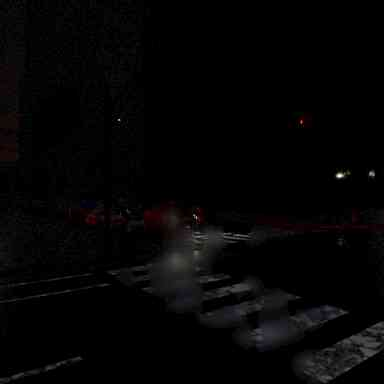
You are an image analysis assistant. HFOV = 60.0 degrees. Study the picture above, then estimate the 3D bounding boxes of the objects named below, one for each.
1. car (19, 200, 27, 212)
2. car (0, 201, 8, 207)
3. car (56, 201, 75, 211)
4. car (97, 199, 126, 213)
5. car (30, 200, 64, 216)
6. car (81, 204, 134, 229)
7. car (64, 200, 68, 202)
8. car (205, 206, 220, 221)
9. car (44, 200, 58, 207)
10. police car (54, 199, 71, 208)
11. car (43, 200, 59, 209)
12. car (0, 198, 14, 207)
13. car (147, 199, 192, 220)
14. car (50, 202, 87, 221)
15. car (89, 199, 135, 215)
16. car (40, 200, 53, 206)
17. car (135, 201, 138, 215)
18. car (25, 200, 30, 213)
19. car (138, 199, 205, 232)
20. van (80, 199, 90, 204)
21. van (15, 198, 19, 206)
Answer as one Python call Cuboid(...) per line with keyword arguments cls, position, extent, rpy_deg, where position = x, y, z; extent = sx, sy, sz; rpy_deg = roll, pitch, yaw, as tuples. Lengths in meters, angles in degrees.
Cuboid(cls="car", position=(-23.370, 2.157, 48.403), extent=(1.967, 1.590, 4.097), rpy_deg=(-1, 0, -35))
Cuboid(cls="car", position=(-44.407, 2.771, 78.040), extent=(1.802, 1.307, 4.206), rpy_deg=(-1, 0, -35))
Cuboid(cls="car", position=(-21.139, 2.315, 55.399), extent=(1.994, 1.385, 4.181), rpy_deg=(0, -1, -35))
Cuboid(cls="car", position=(-11.204, 1.876, 46.033), extent=(2.192, 1.841, 5.009), rpy_deg=(-1, 0, -35))
Cuboid(cls="car", position=(-17.717, 1.901, 40.436), extent=(2.192, 1.841, 5.009), rpy_deg=(-1, 0, -35))
Cuboid(cls="car", position=(-6.300, 1.844, 24.361), extent=(1.752, 1.417, 4.829), rpy_deg=(-1, 0, -35))
Cuboid(cls="car", position=(-17.689, 2.118, 45.080), extent=(2.128, 1.511, 4.902), rpy_deg=(0, -1, -35))
Cuboid(cls="car", position=(0.561, 1.829, 29.427), extent=(1.887, 1.381, 4.507), rpy_deg=(-1, 0, -35))
Cuboid(cls="car", position=(-31.736, 2.595, 74.919), extent=(1.947, 1.339, 4.313), rpy_deg=(-1, 0, -35))
Cuboid(cls="police car", position=(-25.465, 2.308, 65.416), extent=(1.930, 1.638, 5.238), rpy_deg=(0, -1, -35))
Cuboid(cls="car", position=(-26.892, 2.388, 63.511), extent=(1.837, 1.490, 4.892), rpy_deg=(0, -1, -35))
Cuboid(cls="car", position=(-41.295, 2.667, 73.656), extent=(1.887, 1.381, 4.507), rpy_deg=(-1, 0, -35))
Cuboid(cls="car", position=(-2.384, 1.669, 33.579), extent=(2.192, 1.841, 5.009), rpy_deg=(-1, 0, -35))
Cuboid(cls="car", position=(-12.055, 2.004, 32.467), extent=(2.008, 1.369, 4.403), rpy_deg=(-1, 0, -35))
Cuboid(cls="car", position=(-7.394, 1.736, 30.520), extent=(2.097, 1.767, 4.553), rpy_deg=(0, -1, -35))
Cuboid(cls="car", position=(-34.748, 2.661, 79.162), extent=(1.947, 1.339, 4.313), rpy_deg=(-1, 0, -35))
Cuboid(cls="car", position=(-5.318, 2.005, 37.730), extent=(1.802, 1.307, 4.206), rpy_deg=(-1, 0, -35))
Cuboid(cls="car", position=(-20.540, 2.196, 44.420), extent=(1.887, 1.381, 4.507), rpy_deg=(-1, 0, -35))
Cuboid(cls="car", position=(-1.503, 1.597, 22.156), extent=(2.097, 1.767, 4.553), rpy_deg=(0, -1, -34))
Cuboid(cls="van", position=(-17.083, 2.038, 54.336), extent=(1.690, 1.788, 3.998), rpy_deg=(-1, 0, -35))
Cuboid(cls="van", position=(-26.201, 2.123, 52.387), extent=(1.690, 1.788, 3.998), rpy_deg=(-1, 0, -35))
